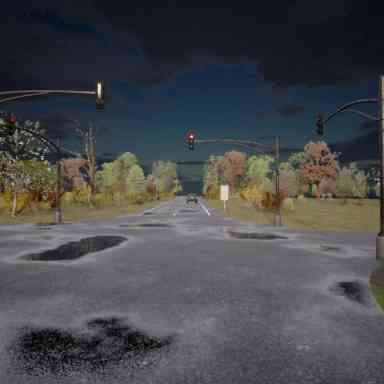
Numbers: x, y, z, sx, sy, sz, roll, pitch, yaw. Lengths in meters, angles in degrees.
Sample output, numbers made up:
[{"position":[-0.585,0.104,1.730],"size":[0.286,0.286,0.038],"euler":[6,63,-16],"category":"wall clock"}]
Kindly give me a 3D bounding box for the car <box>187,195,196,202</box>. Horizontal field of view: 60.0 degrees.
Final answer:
[{"position":[-0.011,1.465,78.038],"size":[2.033,1.411,5.357],"euler":[0,0,0],"category":"car"}]

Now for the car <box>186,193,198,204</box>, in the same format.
[{"position":[-0.009,1.293,67.647],"size":[2.150,2.045,5.566],"euler":[0,0,0],"category":"car"}]
